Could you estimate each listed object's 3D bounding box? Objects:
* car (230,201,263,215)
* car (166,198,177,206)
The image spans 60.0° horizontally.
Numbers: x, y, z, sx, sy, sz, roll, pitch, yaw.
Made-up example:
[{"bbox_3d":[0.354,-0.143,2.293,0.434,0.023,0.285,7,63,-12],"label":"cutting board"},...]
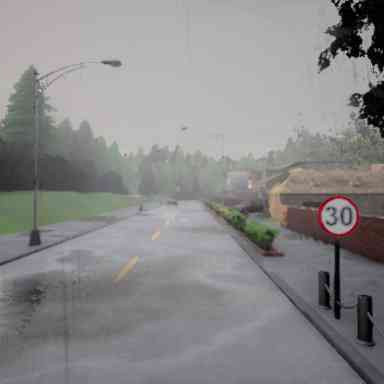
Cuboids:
[{"bbox_3d":[6.328,1.695,36.345,5.357,1.415,2.033,0,0,-40],"label":"car"},{"bbox_3d":[-3.959,1.907,65.095,1.882,1.535,5.008,0,-1,0],"label":"car"}]
